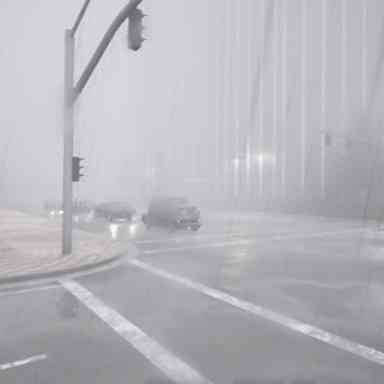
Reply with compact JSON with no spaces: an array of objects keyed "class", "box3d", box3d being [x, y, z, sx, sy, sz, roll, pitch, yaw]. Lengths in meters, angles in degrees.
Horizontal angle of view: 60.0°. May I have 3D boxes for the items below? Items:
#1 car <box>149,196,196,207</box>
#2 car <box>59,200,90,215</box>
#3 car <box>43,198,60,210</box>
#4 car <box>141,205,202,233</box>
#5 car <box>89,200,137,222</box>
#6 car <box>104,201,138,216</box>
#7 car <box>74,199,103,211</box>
[{"class":"car","box3d":[-1.600,1.400,27.211,2.150,2.045,5.566,1,-1,-35]},{"class":"car","box3d":[-12.724,1.735,36.630,1.895,1.301,4.718,1,-1,-36]},{"class":"car","box3d":[-18.800,1.626,45.112,2.128,1.511,4.902,1,-1,-35]},{"class":"car","box3d":[-1.359,1.736,20.796,1.895,1.301,4.718,1,0,-34]},{"class":"car","box3d":[-6.811,1.613,28.439,1.882,1.535,5.008,1,-1,-36]},{"class":"car","box3d":[-7.615,1.704,35.545,1.812,1.442,4.674,1,-1,-36]},{"class":"car","box3d":[-13.804,1.725,44.132,2.033,1.411,5.357,1,-1,-36]}]
